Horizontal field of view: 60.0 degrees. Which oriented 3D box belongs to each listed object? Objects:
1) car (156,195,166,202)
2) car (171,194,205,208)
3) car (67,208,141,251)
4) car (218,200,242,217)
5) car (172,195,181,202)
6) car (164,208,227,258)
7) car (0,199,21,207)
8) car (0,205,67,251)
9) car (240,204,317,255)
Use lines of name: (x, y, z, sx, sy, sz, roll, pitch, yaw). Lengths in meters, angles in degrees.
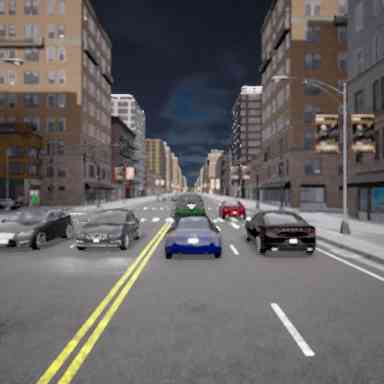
car: (-6.538, 1.332, 70.948, 2.128, 1.511, 4.902, 0, 0, 0)
car: (-0.386, 1.157, 25.919, 2.150, 2.045, 5.566, 1, 0, -8)
car: (-3.330, 1.471, 14.051, 1.837, 1.490, 4.892, 0, 0, 0)
car: (3.298, 1.406, 27.943, 1.882, 1.535, 5.008, 0, 0, 0)
car: (-3.288, 1.308, 70.949, 1.837, 1.490, 4.892, 0, 0, 0)
car: (0.055, 1.531, 12.640, 1.994, 1.385, 4.181, 0, 0, 0)
car: (-22.146, 1.478, 38.607, 4.313, 1.339, 1.947, 0, 0, 0)
car: (-6.579, 1.456, 14.058, 2.128, 1.511, 4.902, 0, 0, 0)
car: (3.309, 1.444, 13.277, 1.882, 1.535, 5.008, 0, 0, 0)
